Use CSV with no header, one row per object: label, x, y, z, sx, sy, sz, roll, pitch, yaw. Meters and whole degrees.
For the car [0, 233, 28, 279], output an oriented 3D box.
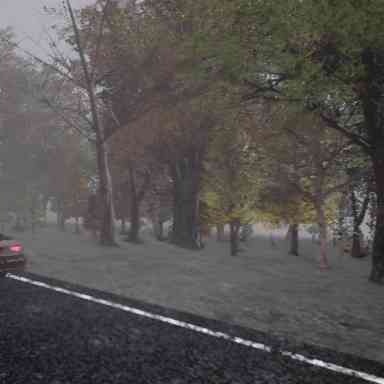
car,-6.240,1.388,8.237,5.357,1.411,2.033,-3,-3,35
